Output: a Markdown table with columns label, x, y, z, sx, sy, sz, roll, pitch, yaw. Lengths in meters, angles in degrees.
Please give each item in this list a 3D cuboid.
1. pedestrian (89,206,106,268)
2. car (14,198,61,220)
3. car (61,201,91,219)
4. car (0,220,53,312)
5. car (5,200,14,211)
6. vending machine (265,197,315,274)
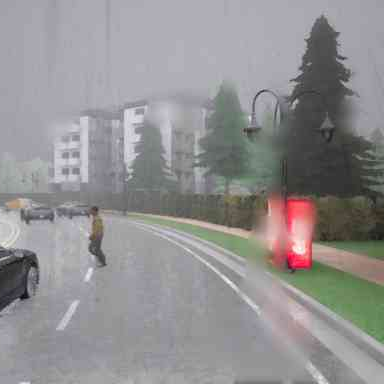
| label | x | y | z | sx | sy | sz | roll | pitch | yaw |
| --- | --- | --- | --- | --- | --- | --- | --- | --- | --- |
| pedestrian | -2.809 | 1.294 | 9.821 | 0.375 | 1.860 | 0.375 | 0 | 0 | -13 |
| car | -11.647 | 1.491 | 24.827 | 2.128 | 1.511 | 4.902 | 0 | 0 | -33 |
| car | -10.275 | 1.492 | 28.860 | 2.128 | 1.511 | 4.902 | 0 | 0 | -37 |
| car | -4.066 | 1.491 | 5.411 | 2.128 | 1.511 | 4.902 | 0 | 0 | -7 |
| car | -19.617 | 1.477 | 38.273 | 5.008 | 1.535 | 1.882 | 0 | 0 | 36 |
| vending machine | 2.828 | 1.195 | 9.669 | 1.100 | 2.100 | 0.880 | 0 | 0 | -12 |
